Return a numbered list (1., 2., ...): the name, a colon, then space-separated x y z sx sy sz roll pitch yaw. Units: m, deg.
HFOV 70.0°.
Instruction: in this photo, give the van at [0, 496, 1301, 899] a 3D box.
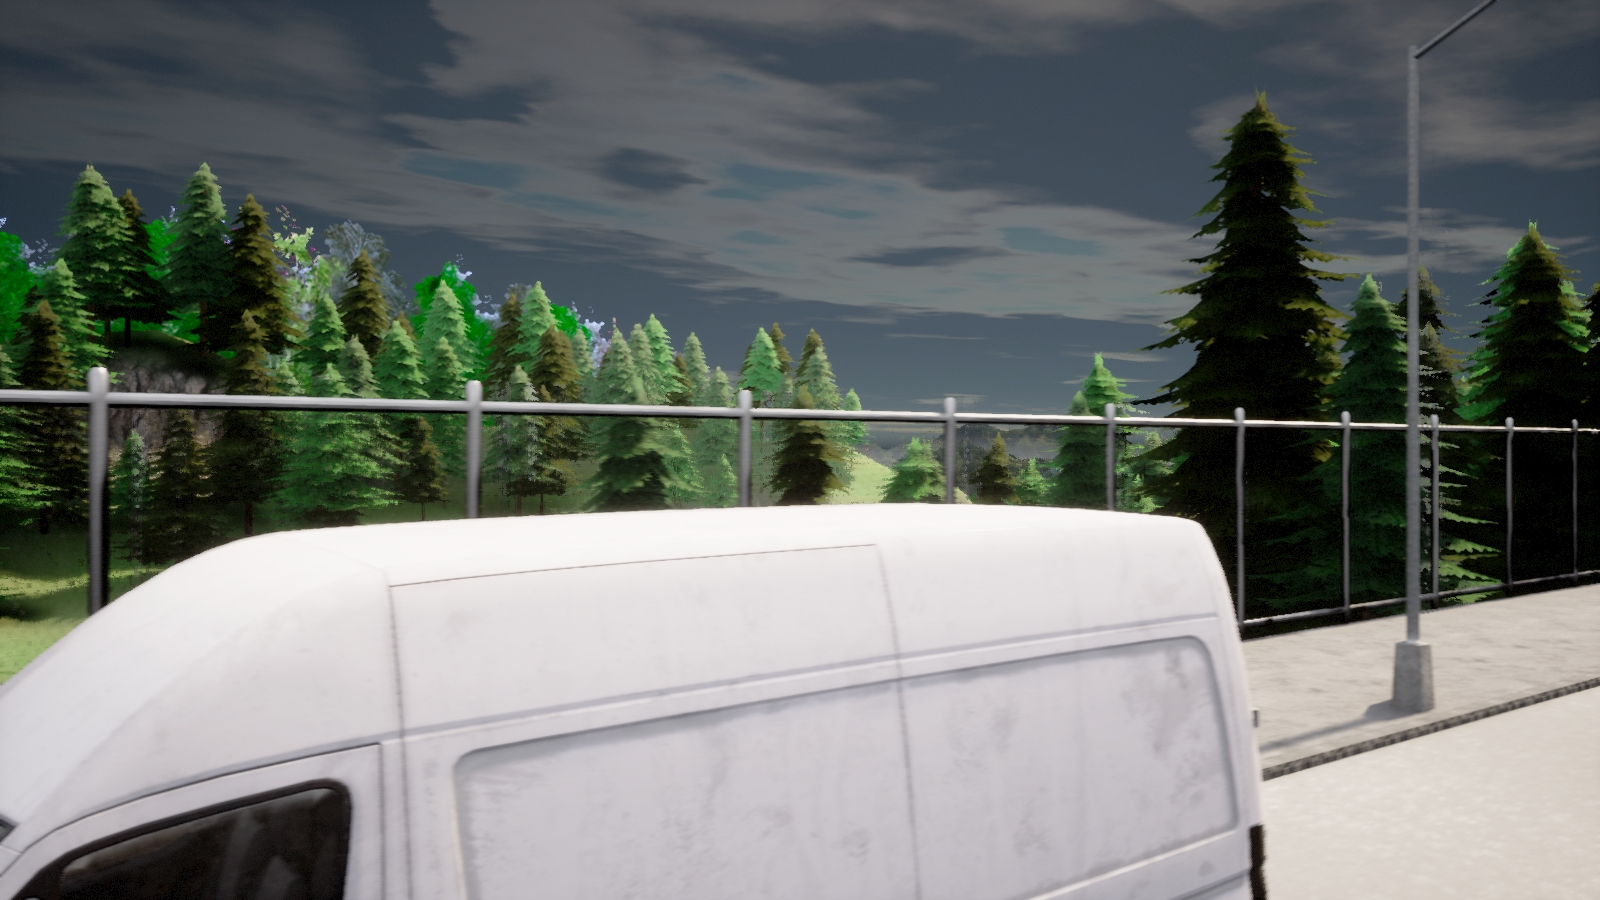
1. van: -0.979 1.534 3.713 5.915 2.561 1.988 0 0 -35
